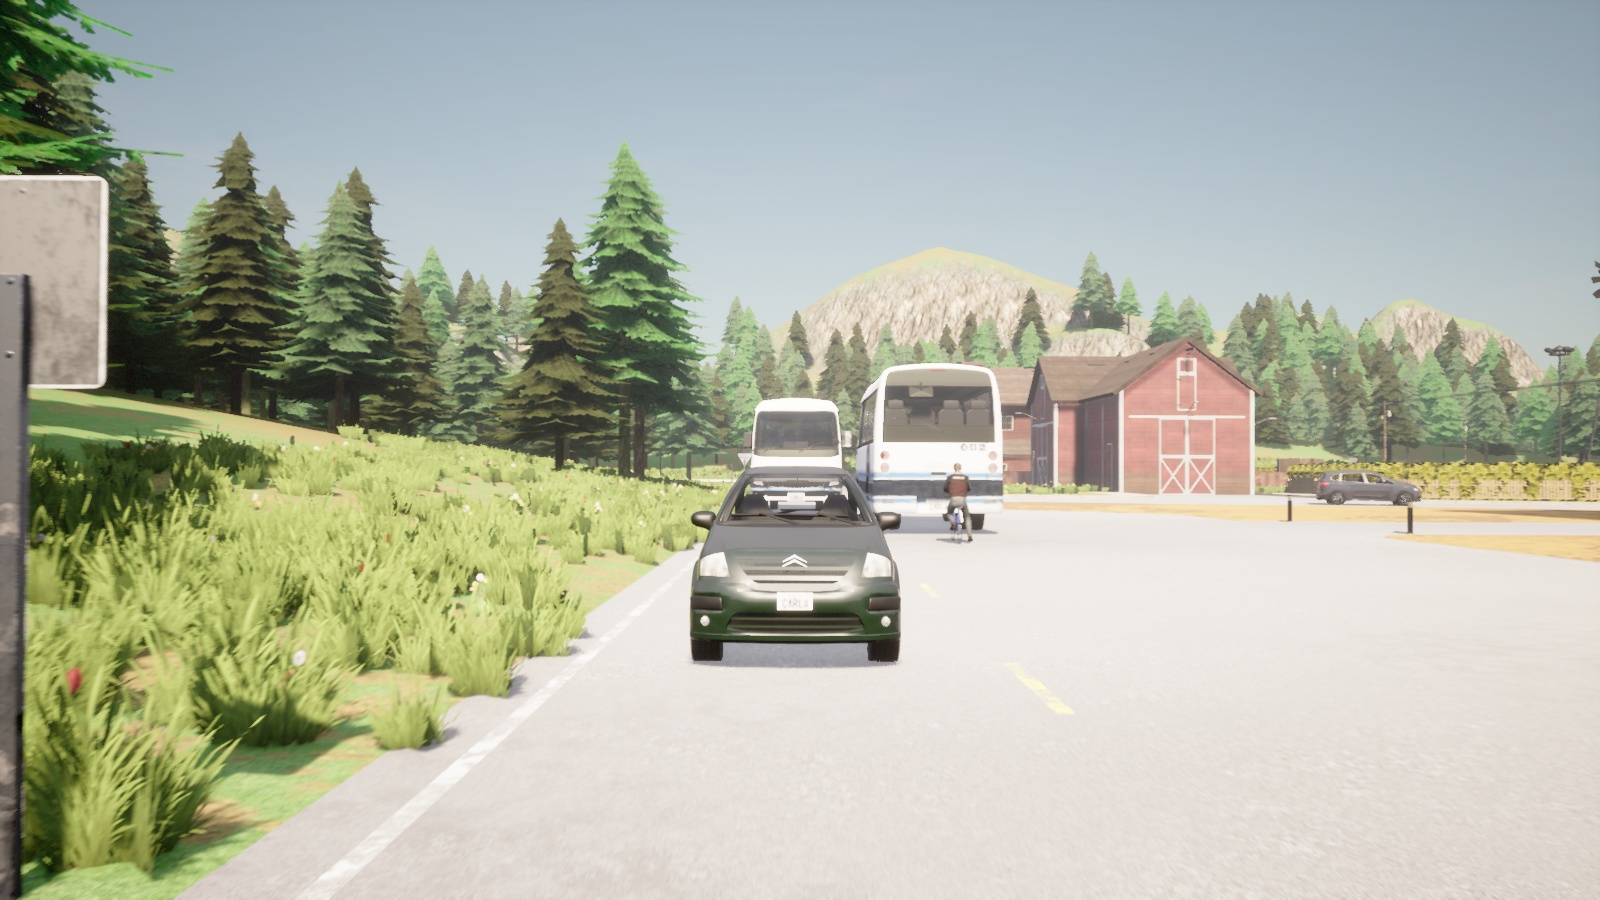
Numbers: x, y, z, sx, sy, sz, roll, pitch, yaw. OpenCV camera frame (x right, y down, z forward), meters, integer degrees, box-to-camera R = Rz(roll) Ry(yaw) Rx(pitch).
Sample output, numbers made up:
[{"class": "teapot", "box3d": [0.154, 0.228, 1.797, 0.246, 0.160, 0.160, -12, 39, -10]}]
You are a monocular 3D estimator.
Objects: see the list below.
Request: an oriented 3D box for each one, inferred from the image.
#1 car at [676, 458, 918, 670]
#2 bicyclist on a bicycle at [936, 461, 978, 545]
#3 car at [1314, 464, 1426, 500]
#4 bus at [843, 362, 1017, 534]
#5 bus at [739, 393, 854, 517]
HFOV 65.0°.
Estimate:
[{"class": "car", "box3d": [-0.029, 0.908, 11.657, 1.851, 1.617, 3.988, 0, -1, 0]}, {"class": "bicyclist on a bicycle", "box3d": [3.433, 1.132, 27.557, 0.659, 1.776, 1.843, 0, -1, 0]}, {"class": "car", "box3d": [27.163, 1.517, 59.987, 4.611, 1.667, 2.242, 0, -1, 16]}, {"class": "bus", "box3d": [3.407, 0.032, 36.370, 3.944, 4.253, 10.273, 0, -1, 0]}, {"class": "bus", "box3d": [-0.124, 0.250, 48.547, 3.944, 4.253, 10.273, 0, -1, 0]}]
